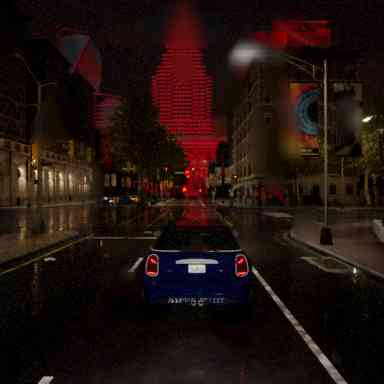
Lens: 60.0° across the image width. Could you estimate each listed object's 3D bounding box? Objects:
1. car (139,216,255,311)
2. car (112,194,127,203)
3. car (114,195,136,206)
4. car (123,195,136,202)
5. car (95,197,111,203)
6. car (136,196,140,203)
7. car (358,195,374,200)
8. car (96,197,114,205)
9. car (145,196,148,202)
[{"bbox_3d":[0.102,1.352,7.902,2.097,1.767,4.553,0,0,0],"label":"car"},{"bbox_3d":[-14.760,1.352,68.022,2.097,1.767,4.553,0,0,0],"label":"car"},{"bbox_3d":[-11.383,1.526,56.738,1.812,1.442,4.674,0,0,0],"label":"car"},{"bbox_3d":[-14.723,1.525,78.423,2.128,1.511,4.902,0,0,0],"label":"car"},{"bbox_3d":[-18.012,1.595,67.415,1.895,1.301,4.718,0,0,0],"label":"car"},{"bbox_3d":[-11.296,1.478,65.885,1.882,1.535,5.008,0,0,1],"label":"car"},{"bbox_3d":[34.687,1.481,68.621,2.231,1.521,4.892,0,0,0],"label":"car"},{"bbox_3d":[-14.873,1.547,57.912,2.033,1.411,5.357,0,0,0],"label":"car"},{"bbox_3d":[-11.232,1.553,75.758,1.994,1.385,4.181,0,0,0],"label":"car"}]
